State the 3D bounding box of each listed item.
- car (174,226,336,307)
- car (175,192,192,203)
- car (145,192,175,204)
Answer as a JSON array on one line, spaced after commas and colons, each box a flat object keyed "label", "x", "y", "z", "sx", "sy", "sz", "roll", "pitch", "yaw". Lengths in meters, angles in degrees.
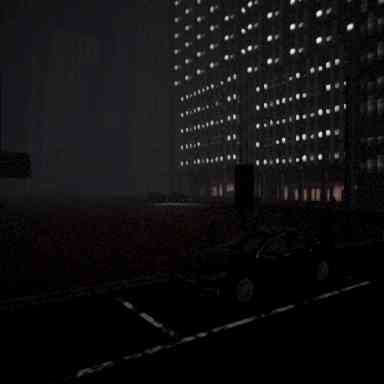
[{"label": "car", "x": 1.639, "y": 1.524, "z": 7.858, "sx": 4.403, "sy": 1.369, "sz": 2.008, "roll": 0, "pitch": 1, "yaw": -35}, {"label": "car", "x": -1.925, "y": 0.757, "z": 46.623, "sx": 1.837, "sy": 1.490, "sz": 4.892, "roll": 0, "pitch": 1, "yaw": -34}, {"label": "car", "x": -4.626, "y": 0.738, "z": 44.814, "sx": 1.837, "sy": 1.490, "sz": 4.892, "roll": 0, "pitch": 1, "yaw": -34}]
